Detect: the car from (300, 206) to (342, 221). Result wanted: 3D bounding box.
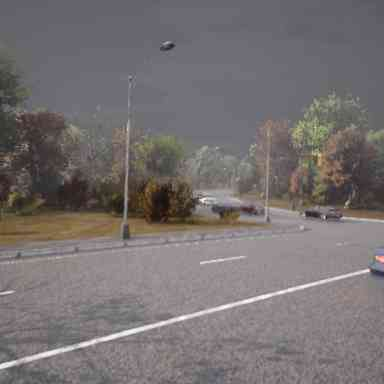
[{"bbox_3d":[13.525,2.195,35.195,2.128,1.511,4.902,2,-1,-23],"label":"car"}]

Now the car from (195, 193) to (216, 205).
[{"bbox_3d":[2.632,1.287,56.105,2.150,2.045,5.566,2,2,-13],"label":"car"}]

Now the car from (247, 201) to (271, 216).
[{"bbox_3d":[7.599,1.873,40.240,2.097,1.767,4.553,2,0,-21],"label":"car"}]

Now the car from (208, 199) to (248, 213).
[{"bbox_3d":[4.095,1.931,39.435,2.033,1.411,5.357,2,0,-21],"label":"car"}]

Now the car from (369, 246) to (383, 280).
[{"bbox_3d":[6.634,1.597,8.498,5.357,1.411,2.033,1,-1,-36],"label":"car"}]
